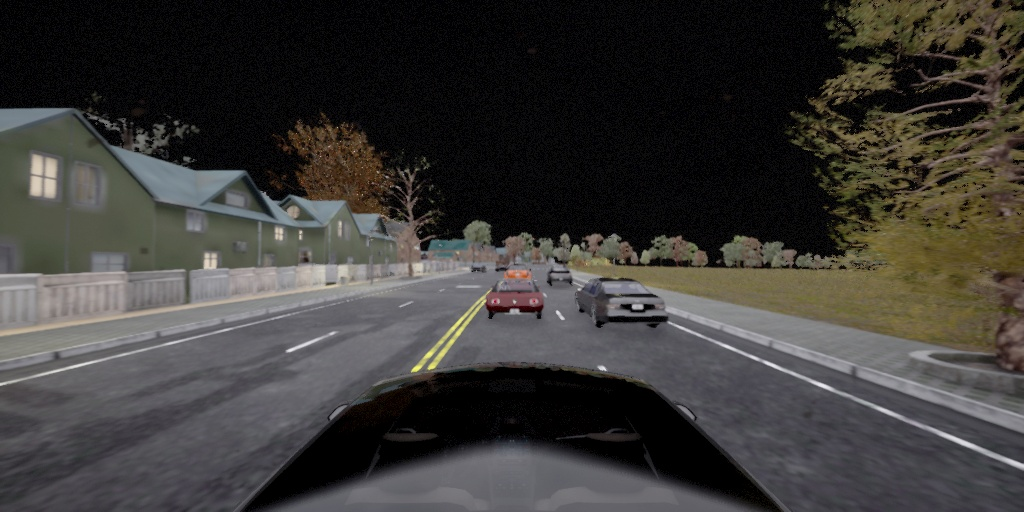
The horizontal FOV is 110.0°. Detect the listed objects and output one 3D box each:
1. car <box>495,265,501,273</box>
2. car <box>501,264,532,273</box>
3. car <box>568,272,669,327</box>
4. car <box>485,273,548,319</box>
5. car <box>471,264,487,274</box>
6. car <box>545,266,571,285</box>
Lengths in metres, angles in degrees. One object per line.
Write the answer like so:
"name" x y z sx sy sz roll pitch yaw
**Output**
"car" -1.601 1.991 55.701 1.895 1.301 4.718 0 -1 4
"car" 0.519 1.415 29.080 2.097 1.767 4.553 0 -1 2
"car" 3.351 1.413 11.947 2.033 1.411 5.357 0 -1 1
"car" 0.142 1.484 13.518 1.895 1.301 4.718 0 -1 1
"car" -4.956 1.923 54.320 2.033 1.411 5.357 0 -1 4
"car" 3.768 1.554 29.034 2.128 1.511 4.902 0 -1 2
